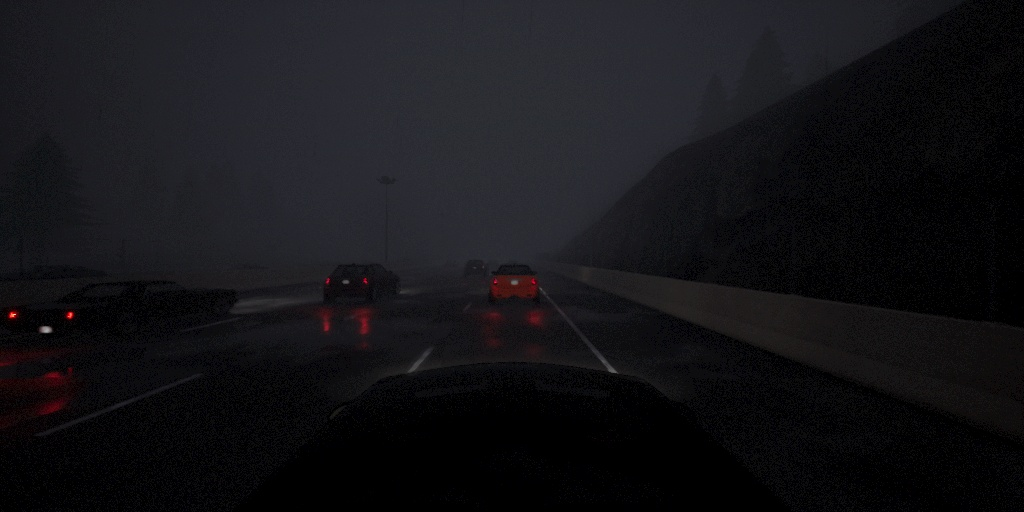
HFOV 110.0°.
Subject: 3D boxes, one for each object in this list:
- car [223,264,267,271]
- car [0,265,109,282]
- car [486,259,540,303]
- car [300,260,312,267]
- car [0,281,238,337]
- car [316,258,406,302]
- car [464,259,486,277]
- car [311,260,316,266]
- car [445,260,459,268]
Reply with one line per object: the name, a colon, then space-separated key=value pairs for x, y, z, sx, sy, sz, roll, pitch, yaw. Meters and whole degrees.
car: x=-21.074 y=1.311 z=28.441 sx=1.994 sy=1.385 sz=4.181 roll=0 pitch=0 yaw=0
car: x=-24.590 y=1.239 z=18.968 sx=2.128 sy=1.511 sz=4.902 roll=0 pitch=0 yaw=0
car: x=0.101 y=1.102 z=16.712 sx=2.097 sy=1.767 sz=4.553 roll=0 pitch=0 yaw=0
car: x=-31.512 y=1.303 z=56.572 sx=1.994 sy=1.385 sz=4.181 roll=0 pitch=0 yaw=0
car: x=-10.378 y=1.349 z=10.213 sx=1.895 sy=1.301 sz=4.718 roll=0 pitch=0 yaw=0
car: x=-6.899 y=1.101 z=17.005 sx=2.097 sy=1.767 sz=4.553 roll=0 pitch=0 yaw=0
car: x=-3.399 y=1.102 z=34.956 sx=2.097 sy=1.767 sz=4.553 roll=0 pitch=0 yaw=0
car: x=-28.023 y=1.352 z=54.772 sx=1.895 sy=1.301 sz=4.718 roll=0 pitch=0 yaw=1
car: x=-10.397 y=1.351 z=62.361 sx=1.895 sy=1.301 sz=4.718 roll=0 pitch=0 yaw=0
